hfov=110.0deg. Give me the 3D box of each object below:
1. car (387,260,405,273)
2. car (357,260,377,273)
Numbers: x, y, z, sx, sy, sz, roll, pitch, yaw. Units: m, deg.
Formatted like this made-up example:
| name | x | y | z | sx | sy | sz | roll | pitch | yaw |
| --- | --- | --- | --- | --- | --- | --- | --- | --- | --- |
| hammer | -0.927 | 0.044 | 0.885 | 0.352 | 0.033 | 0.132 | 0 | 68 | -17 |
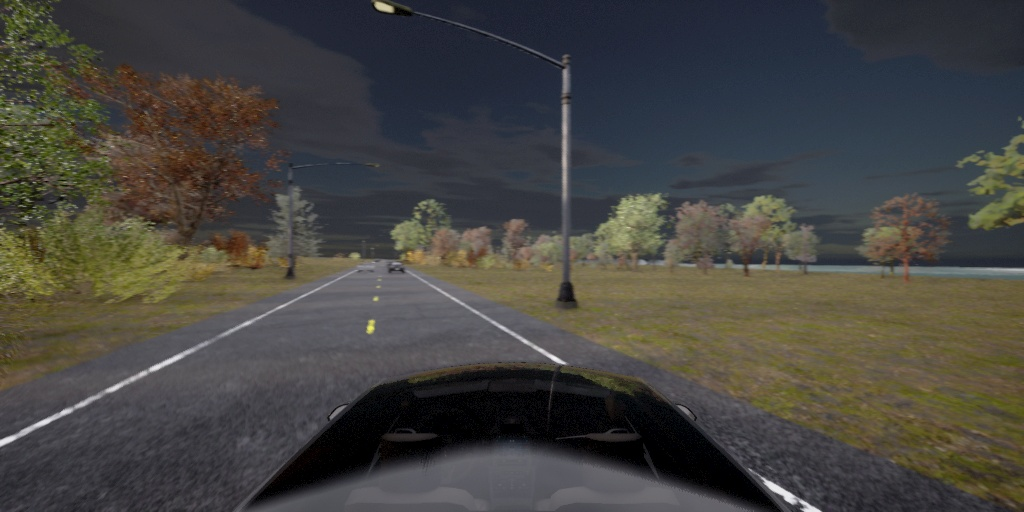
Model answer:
| name | x | y | z | sx | sy | sz | roll | pitch | yaw |
| --- | --- | --- | --- | --- | --- | --- | --- | --- | --- |
| car | -14.798 | 1.406 | 45.973 | 1.812 | 1.442 | 4.674 | 0 | 0 | -20 |
| car | -18.781 | 1.479 | 46.191 | 1.895 | 1.301 | 4.718 | 0 | 0 | -19 |
